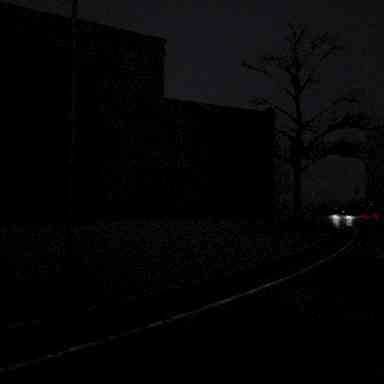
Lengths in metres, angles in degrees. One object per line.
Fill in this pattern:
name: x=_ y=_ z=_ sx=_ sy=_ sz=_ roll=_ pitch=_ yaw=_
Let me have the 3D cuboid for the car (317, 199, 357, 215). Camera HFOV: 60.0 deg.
car: x=14.526 y=1.500 z=34.271 sx=2.033 sy=1.411 sz=5.357 roll=1 pitch=0 yaw=3

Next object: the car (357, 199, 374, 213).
car: x=18.019 y=1.485 z=36.513 sx=2.128 sy=1.511 sz=4.902 roll=1 pitch=0 yaw=0
